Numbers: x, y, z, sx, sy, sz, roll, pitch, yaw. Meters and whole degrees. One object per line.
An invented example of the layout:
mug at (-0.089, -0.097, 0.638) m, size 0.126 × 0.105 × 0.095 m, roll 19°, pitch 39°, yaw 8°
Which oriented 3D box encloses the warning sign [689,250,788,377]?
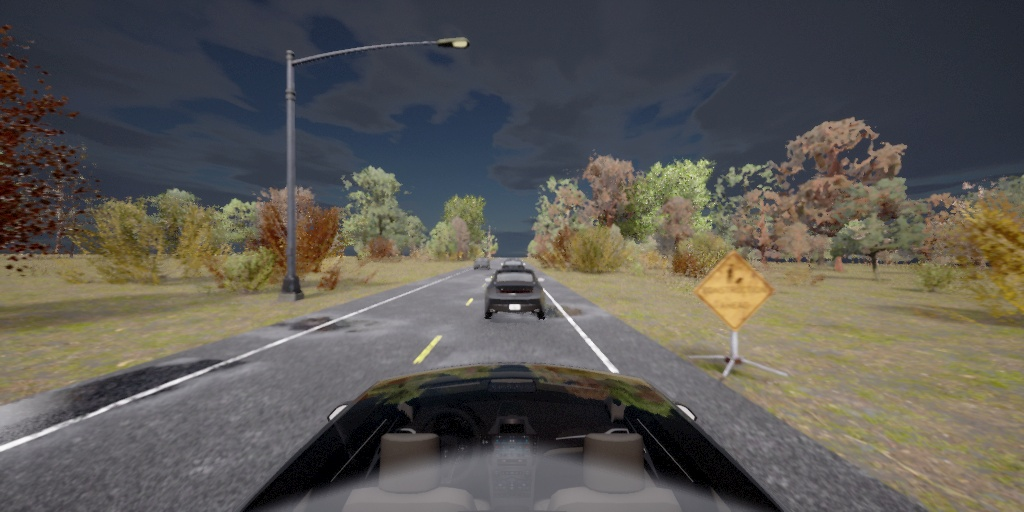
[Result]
warning sign at (3.550, 0.833, 5.733) m, size 1.300 × 1.860 × 1.060 m, roll 0°, pitch 0°, yaw 0°

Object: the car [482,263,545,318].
car at (0.086, 1.168, 12.478) m, size 1.837 × 1.490 × 4.892 m, roll 0°, pitch 0°, yaw 0°

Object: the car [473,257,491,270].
car at (-3.579, 0.937, 43.598) m, size 1.837 × 1.490 × 4.892 m, roll 0°, pitch 0°, yaw 0°

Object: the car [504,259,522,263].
car at (0.093, 1.011, 29.246) m, size 1.882 × 1.535 × 5.008 m, roll 0°, pitch 0°, yaw 0°
